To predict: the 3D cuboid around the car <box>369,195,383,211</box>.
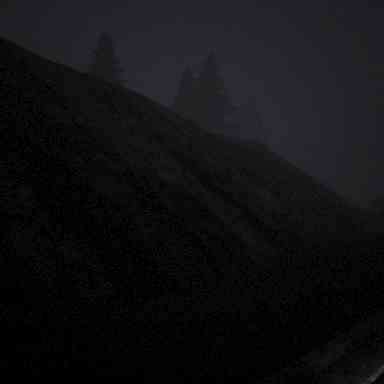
[{"bbox_3d":[25.121,1.379,43.309,2.150,2.045,5.566,0,0,8],"label":"car"}]
